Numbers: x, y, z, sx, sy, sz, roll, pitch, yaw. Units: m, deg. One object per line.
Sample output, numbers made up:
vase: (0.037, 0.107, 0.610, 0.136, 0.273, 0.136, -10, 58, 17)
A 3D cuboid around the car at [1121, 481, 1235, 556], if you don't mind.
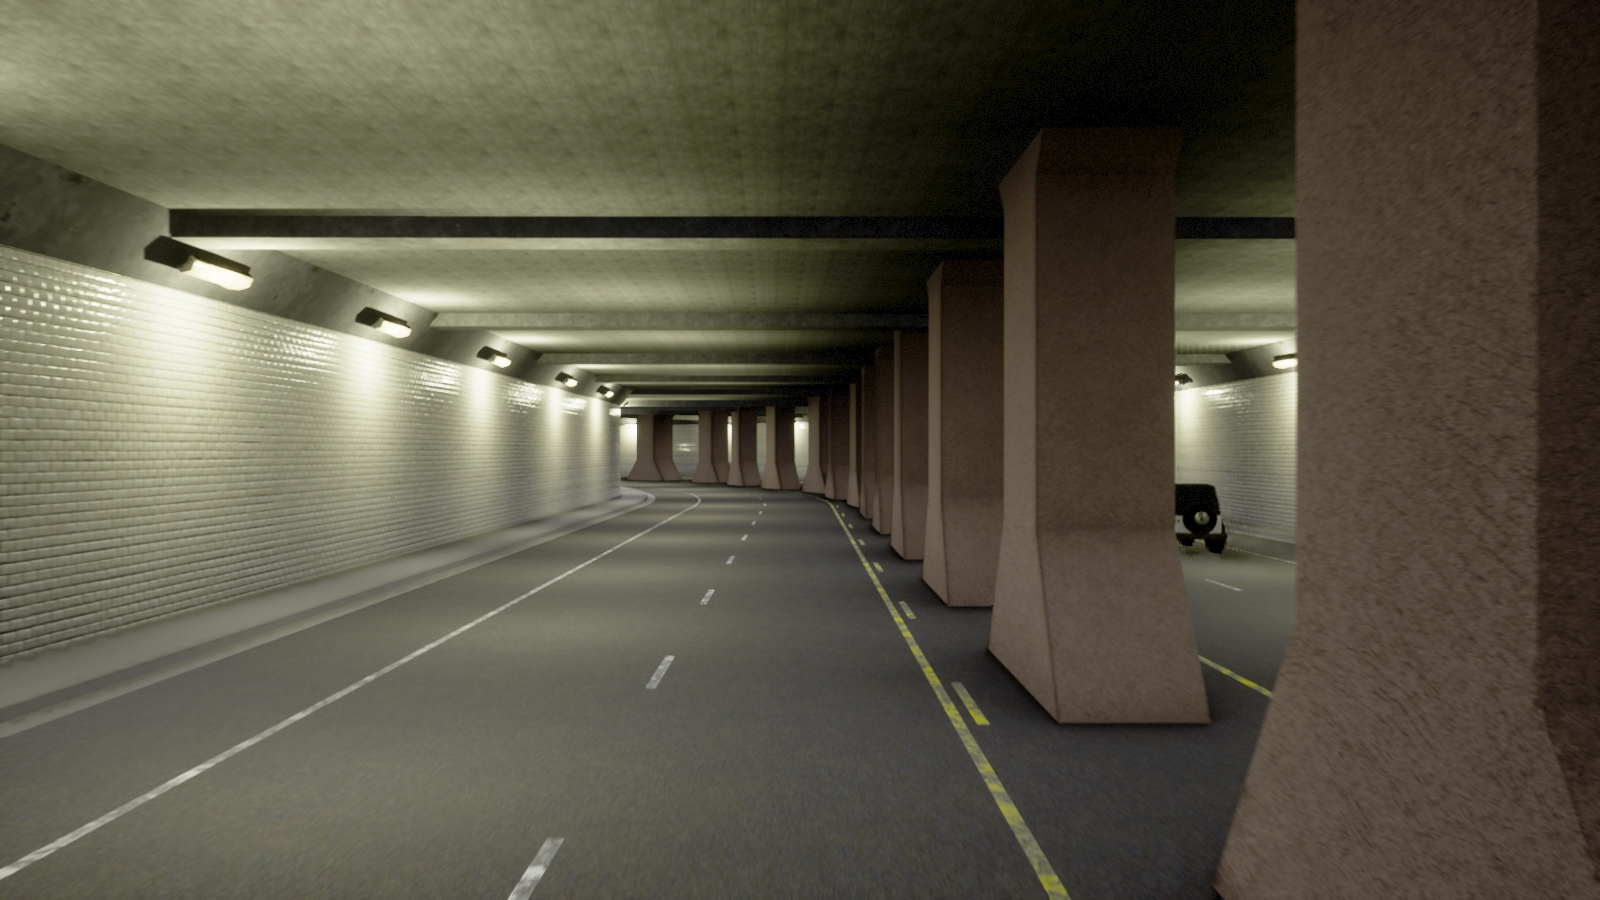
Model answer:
car: (10.489, 1.857, 31.995, 1.905, 1.878, 3.866, 0, 0, 0)
